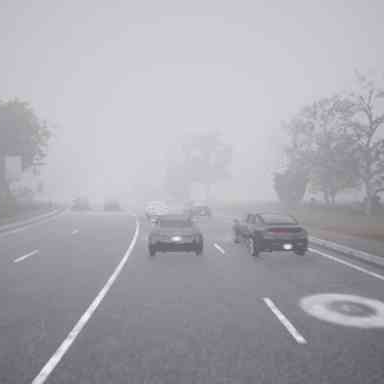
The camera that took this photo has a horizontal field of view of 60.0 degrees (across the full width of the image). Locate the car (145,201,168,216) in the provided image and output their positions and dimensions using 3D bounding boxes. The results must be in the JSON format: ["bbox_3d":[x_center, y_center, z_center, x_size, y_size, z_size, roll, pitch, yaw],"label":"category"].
[{"bbox_3d":[-3.061,1.512,29.030,1.812,1.442,4.674,0,0,-11],"label":"car"}]

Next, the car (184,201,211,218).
[{"bbox_3d":[0.421,1.509,29.430,1.812,1.442,4.674,0,0,-11],"label":"car"}]

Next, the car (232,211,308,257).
[{"bbox_3d":[2.846,1.491,13.012,1.837,1.490,4.892,0,0,-5],"label":"car"}]

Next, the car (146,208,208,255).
[{"bbox_3d":[-0.705,1.557,13.325,1.994,1.385,4.181,0,0,-5],"label":"car"}]

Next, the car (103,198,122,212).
[{"bbox_3d":[-9.518,1.463,39.713,1.882,1.535,5.008,0,0,-16],"label":"car"}]

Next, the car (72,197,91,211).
[{"bbox_3d":[-13.273,1.339,40.073,2.097,1.767,4.553,0,0,-17],"label":"car"}]
